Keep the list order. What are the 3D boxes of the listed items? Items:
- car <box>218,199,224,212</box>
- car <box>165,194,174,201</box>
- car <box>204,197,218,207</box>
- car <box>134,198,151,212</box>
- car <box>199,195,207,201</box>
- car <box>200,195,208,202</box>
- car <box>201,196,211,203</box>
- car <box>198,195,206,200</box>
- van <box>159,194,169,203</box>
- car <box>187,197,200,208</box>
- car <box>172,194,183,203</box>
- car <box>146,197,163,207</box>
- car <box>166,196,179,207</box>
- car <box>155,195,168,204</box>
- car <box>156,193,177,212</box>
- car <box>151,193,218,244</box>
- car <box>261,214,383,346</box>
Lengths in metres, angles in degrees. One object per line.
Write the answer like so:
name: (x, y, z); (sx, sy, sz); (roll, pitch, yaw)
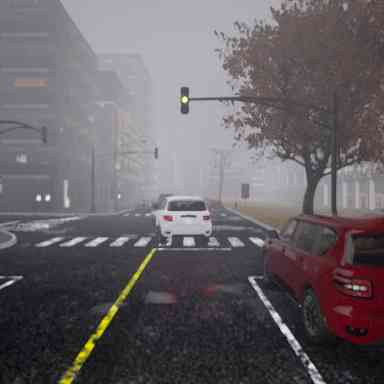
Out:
car: (2.764, 1.512, 38.677); (1.887, 1.381, 4.507); (0, 0, 0)
car: (-5.533, 1.411, 82.955); (1.967, 1.590, 4.097); (0, 0, 0)
car: (2.785, 1.490, 49.913); (1.752, 1.417, 4.829); (0, 0, 0)
car: (-5.616, 1.518, 38.693); (2.008, 1.369, 4.403); (0, 0, 0)
car: (2.858, 1.519, 88.472); (1.887, 1.381, 4.507); (0, 0, 0)
car: (2.838, 1.494, 77.576); (1.752, 1.417, 4.829); (0, 0, 0)
car: (2.817, 1.548, 66.340); (1.802, 1.307, 4.206); (0, 0, 0)
car: (2.869, 1.529, 94.004); (2.008, 1.369, 4.403); (0, 0, 0)
van: (-5.564, 1.307, 66.357); (1.690, 1.788, 3.998); (0, 0, 0)
car: (0.178, 1.491, 48.477); (1.812, 1.442, 4.674); (0, 0, 0)
car: (-2.883, 1.319, 67.454); (2.097, 1.767, 4.553); (0, 0, 0)
car: (-5.595, 1.516, 49.759); (2.008, 1.369, 4.403); (0, 0, 0)
car: (-2.979, 1.464, 51.958); (1.837, 1.490, 4.892); (0, 2, 0)
car: (-5.574, 1.405, 60.824); (1.967, 1.590, 4.097); (0, 0, 0)
car: (-3.015, 1.188, 40.438); (2.150, 2.045, 5.566); (0, 0, 0)
car: (-0.608, 1.205, 15.888); (2.150, 2.045, 5.566); (0, 0, -10)
car: (2.704, 1.308, 6.289); (2.192, 1.841, 5.009); (0, 0, 0)
